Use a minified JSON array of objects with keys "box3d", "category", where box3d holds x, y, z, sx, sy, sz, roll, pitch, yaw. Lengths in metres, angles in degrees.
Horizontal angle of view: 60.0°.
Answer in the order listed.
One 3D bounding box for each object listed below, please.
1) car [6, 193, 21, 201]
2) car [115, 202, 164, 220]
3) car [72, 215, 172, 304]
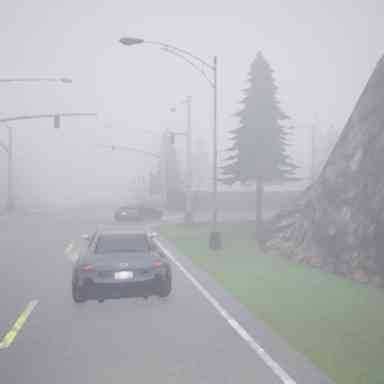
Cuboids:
[{"box3d":[-33.343,0.988,62.113,1.845,1.501,3.633,0,0,-14],"category":"car"},{"box3d":[-3.749,1.424,24.415,1.994,1.385,4.181,0,0,26],"category":"car"},{"box3d":[-1.740,1.516,8.188,1.994,1.385,4.181,0,0,-13],"category":"car"}]
